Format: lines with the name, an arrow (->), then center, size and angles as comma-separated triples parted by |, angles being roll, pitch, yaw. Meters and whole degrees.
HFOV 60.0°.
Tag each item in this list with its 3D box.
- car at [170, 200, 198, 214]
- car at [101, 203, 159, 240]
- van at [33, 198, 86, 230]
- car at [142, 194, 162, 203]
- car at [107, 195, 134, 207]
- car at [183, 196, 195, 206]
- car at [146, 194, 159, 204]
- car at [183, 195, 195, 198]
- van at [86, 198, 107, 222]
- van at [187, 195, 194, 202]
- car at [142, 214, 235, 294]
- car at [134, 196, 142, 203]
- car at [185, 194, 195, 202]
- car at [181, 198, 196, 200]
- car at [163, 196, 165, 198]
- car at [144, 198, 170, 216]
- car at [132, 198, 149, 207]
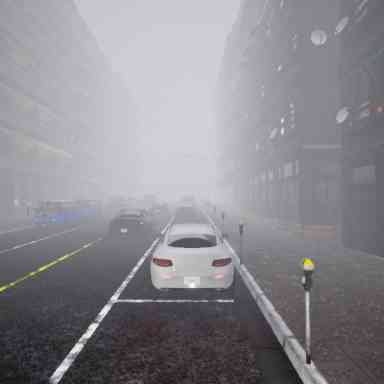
car -> -0.437, 1.572, 26.224 | 1.887, 1.381, 4.507 | 1, 0, 0
car -> -2.997, 1.538, 17.087 | 1.812, 1.442, 4.674 | 0, 0, 1
van -> -8.311, 1.359, 20.753 | 1.690, 1.788, 3.998 | 2, 0, 0
car -> -5.780, 1.297, 45.684 | 2.150, 2.045, 5.566 | 0, 0, 0
car -> -8.312, 1.365, 37.346 | 2.192, 1.841, 5.009 | 1, 0, 0
car -> -0.470, 1.553, 59.411 | 1.967, 1.590, 4.097 | 1, 0, 0
car -> -8.314, 1.471, 70.528 | 2.192, 1.841, 5.009 | 1, 0, 0
car -> -0.427, 1.490, 37.286 | 1.967, 1.590, 4.097 | 1, 0, 0
van -> -8.312, 1.368, 26.285 | 1.690, 1.788, 3.998 | 1, 0, 0
van -> -0.470, 1.576, 87.068 | 1.690, 1.788, 3.998 | 1, 0, 0
car -> 0.003, 1.531, 8.653 | 1.812, 1.442, 4.674 | 0, 0, 0
car -> -8.312, 1.379, 42.876 | 2.192, 1.841, 5.009 | 1, 0, 0
car -> -0.469, 1.521, 81.536 | 2.192, 1.841, 5.009 | 1, 0, 0
car -> -0.437, 1.582, 31.754 | 1.887, 1.381, 4.507 | 1, 0, 0
car -> -8.322, 1.847, 92.652 | 1.802, 1.307, 4.206 | 1, 0, 0
car -> -3.003, 1.602, 31.719 | 1.994, 1.385, 4.181 | 0, 0, 1
car -> -8.319, 1.660, 53.938 | 1.947, 1.339, 4.313 | 1, 0, 0
